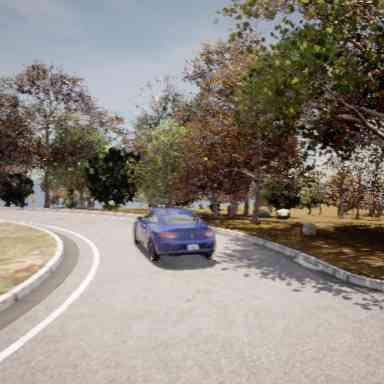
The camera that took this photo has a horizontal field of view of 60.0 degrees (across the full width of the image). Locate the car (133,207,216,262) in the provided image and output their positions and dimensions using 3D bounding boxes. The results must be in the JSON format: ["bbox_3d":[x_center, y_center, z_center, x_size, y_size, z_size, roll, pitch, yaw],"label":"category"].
[{"bbox_3d":[-0.730,1.223,10.928,1.812,1.442,4.674,0,2,-19],"label":"car"}]
